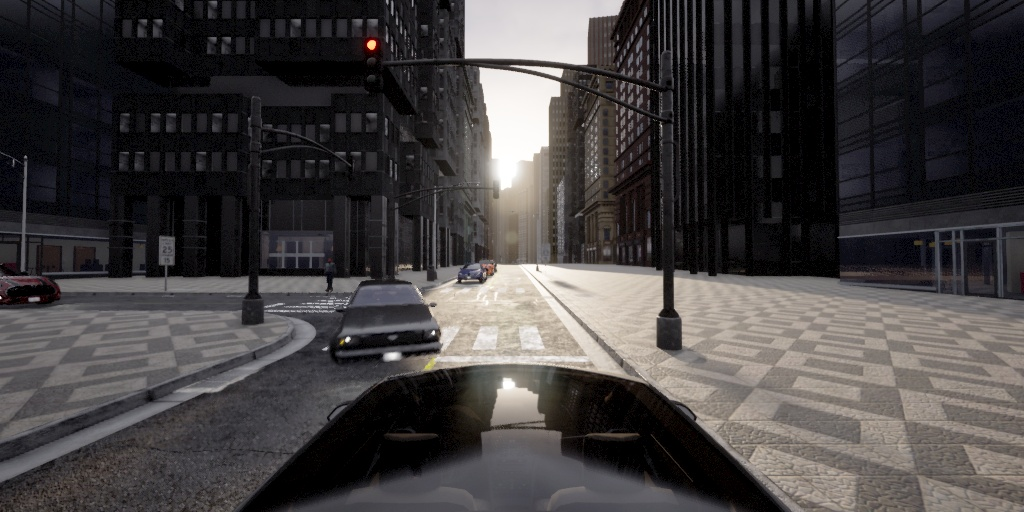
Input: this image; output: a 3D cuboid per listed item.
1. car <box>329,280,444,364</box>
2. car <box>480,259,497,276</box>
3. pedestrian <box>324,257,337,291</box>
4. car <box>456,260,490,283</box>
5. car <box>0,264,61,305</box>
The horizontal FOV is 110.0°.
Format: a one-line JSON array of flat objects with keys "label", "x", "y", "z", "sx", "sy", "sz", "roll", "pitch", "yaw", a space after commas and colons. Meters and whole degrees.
[{"label": "car", "x": -2.963, "y": 1.294, "z": 8.528, "sx": 2.033, "sy": 1.411, "sz": 5.357, "roll": 0, "pitch": 0, "yaw": -21}, {"label": "car", "x": -3.021, "y": 1.138, "z": 38.252, "sx": 2.097, "sy": 1.767, "sz": 4.553, "roll": 0, "pitch": 0, "yaw": 0}, {"label": "pedestrian", "x": -9.969, "y": 0.974, "z": 19.605, "sx": 0.375, "sy": 1.860, "sz": 0.375, "roll": 0, "pitch": -1, "yaw": 0}, {"label": "car", "x": -3.045, "y": 1.289, "z": 28.247, "sx": 1.812, "sy": 1.442, "sz": 4.674, "roll": 0, "pitch": 0, "yaw": 2}, {"label": "car", "x": -20.062, "y": 1.025, "z": 13.406, "sx": 4.553, "sy": 1.767, "sz": 2.097, "roll": 0, "pitch": -1, "yaw": 0}]
